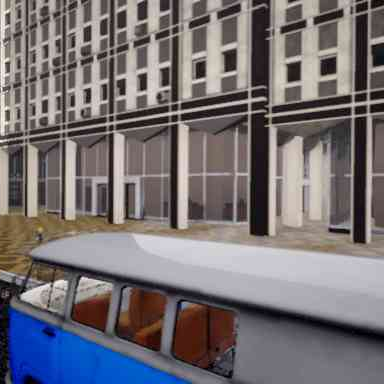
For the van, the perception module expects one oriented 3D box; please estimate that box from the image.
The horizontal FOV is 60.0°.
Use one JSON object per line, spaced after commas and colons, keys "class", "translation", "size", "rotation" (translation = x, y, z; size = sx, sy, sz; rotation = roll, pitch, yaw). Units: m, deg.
{"class": "van", "translation": [-0.006, 1.341, 2.868], "size": [3.998, 1.788, 1.690], "rotation": [0, 1, 36]}
